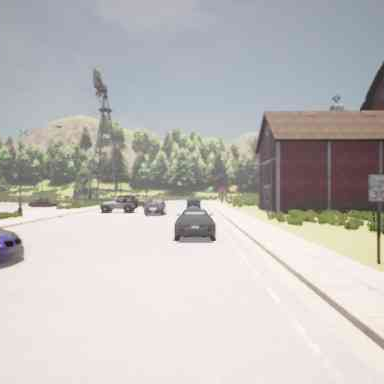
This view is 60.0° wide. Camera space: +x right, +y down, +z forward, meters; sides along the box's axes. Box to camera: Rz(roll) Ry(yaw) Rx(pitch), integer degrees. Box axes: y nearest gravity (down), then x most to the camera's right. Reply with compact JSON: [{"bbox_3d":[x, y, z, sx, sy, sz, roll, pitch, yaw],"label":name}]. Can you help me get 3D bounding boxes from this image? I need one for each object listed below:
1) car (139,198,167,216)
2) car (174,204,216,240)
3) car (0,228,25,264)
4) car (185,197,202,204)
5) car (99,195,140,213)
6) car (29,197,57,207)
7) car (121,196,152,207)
[{"bbox_3d":[-3.427,1.423,31.858,2.128,1.511,4.902,0,0,0],"label":"car"},{"bbox_3d":[0.141,1.529,16.812,1.994,1.385,4.181,0,0,0],"label":"car"},{"bbox_3d":[-7.692,1.451,10.291,4.611,1.667,2.242,0,0,1],"label":"car"},{"bbox_3d":[0.215,1.414,44.210,1.837,1.490,4.892,0,0,0],"label":"car"},{"bbox_3d":[-7.487,1.233,34.496,3.866,1.878,1.905,0,0,1],"label":"car"},{"bbox_3d":[-20.817,1.402,46.899,3.905,1.438,1.784,0,0,1],"label":"car"},{"bbox_3d":[-7.942,1.397,47.983,4.193,1.474,1.816,0,0,1],"label":"car"}]
